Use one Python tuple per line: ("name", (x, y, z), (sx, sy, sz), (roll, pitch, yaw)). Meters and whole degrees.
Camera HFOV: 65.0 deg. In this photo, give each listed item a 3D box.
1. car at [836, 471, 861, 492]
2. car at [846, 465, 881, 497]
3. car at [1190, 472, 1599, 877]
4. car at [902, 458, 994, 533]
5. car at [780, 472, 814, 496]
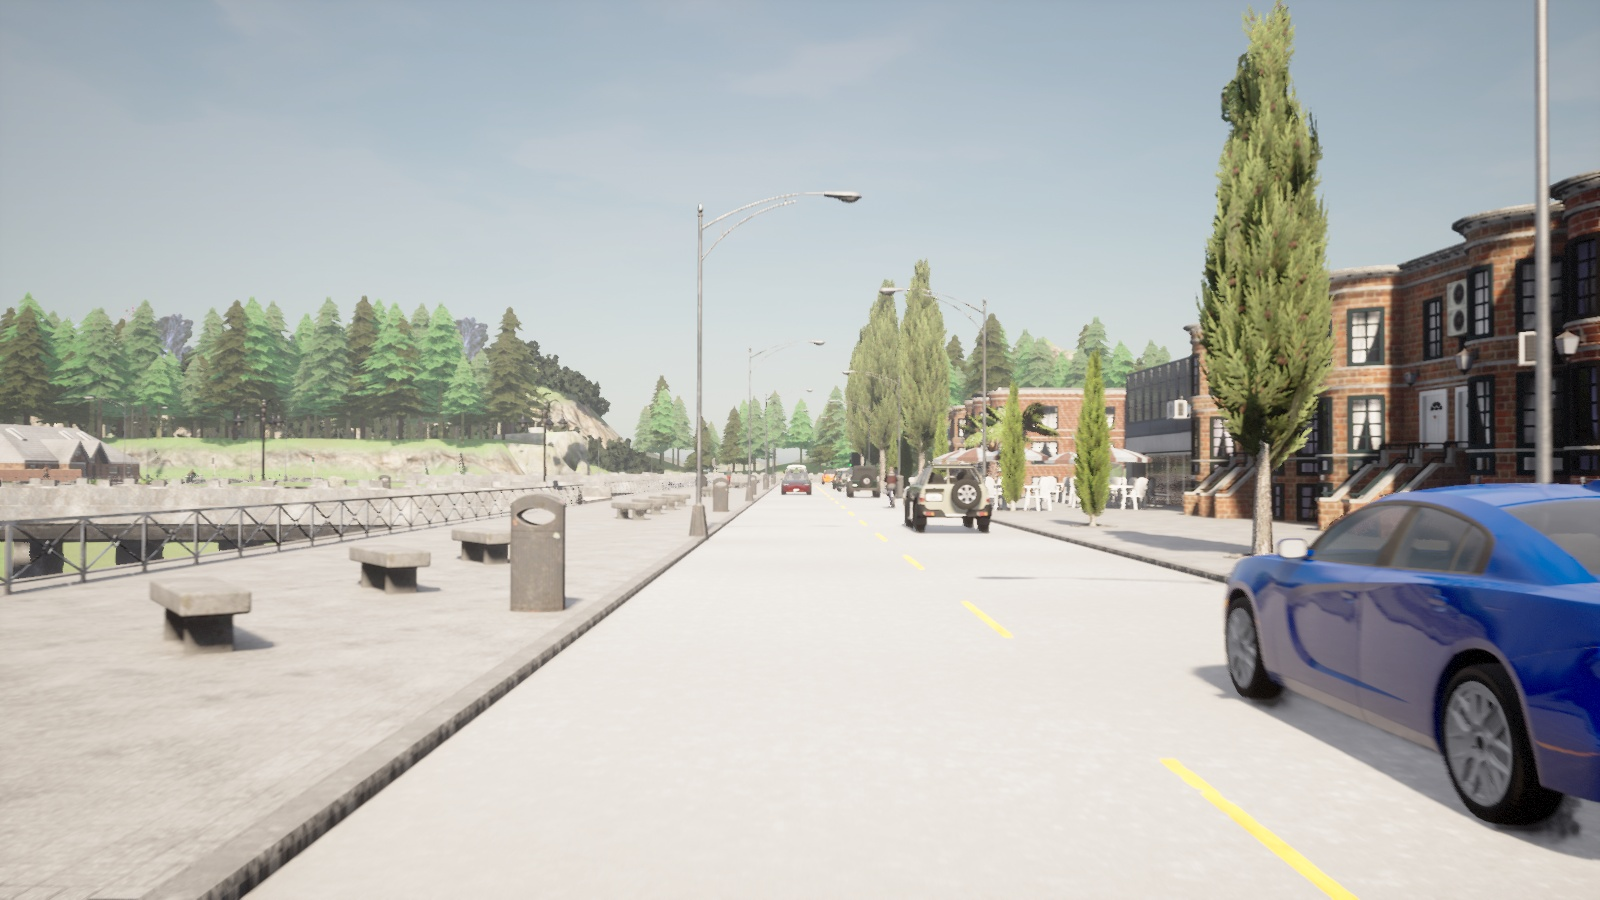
("car", (3.749, 2.400, 96.873), (1.789, 1.549, 3.705), (0, -1, 0))
("car", (3.803, 1.859, 75.503), (1.905, 1.878, 3.866), (0, -1, 0))
("car", (3.980, 0.898, 7.237), (1.882, 1.535, 5.008), (0, -1, 0))
("car", (3.910, 1.183, 33.910), (1.932, 1.855, 4.605), (0, -1, 0))
("car", (-0.213, 2.195, 82.415), (2.163, 1.488, 4.792), (0, -1, 0))
